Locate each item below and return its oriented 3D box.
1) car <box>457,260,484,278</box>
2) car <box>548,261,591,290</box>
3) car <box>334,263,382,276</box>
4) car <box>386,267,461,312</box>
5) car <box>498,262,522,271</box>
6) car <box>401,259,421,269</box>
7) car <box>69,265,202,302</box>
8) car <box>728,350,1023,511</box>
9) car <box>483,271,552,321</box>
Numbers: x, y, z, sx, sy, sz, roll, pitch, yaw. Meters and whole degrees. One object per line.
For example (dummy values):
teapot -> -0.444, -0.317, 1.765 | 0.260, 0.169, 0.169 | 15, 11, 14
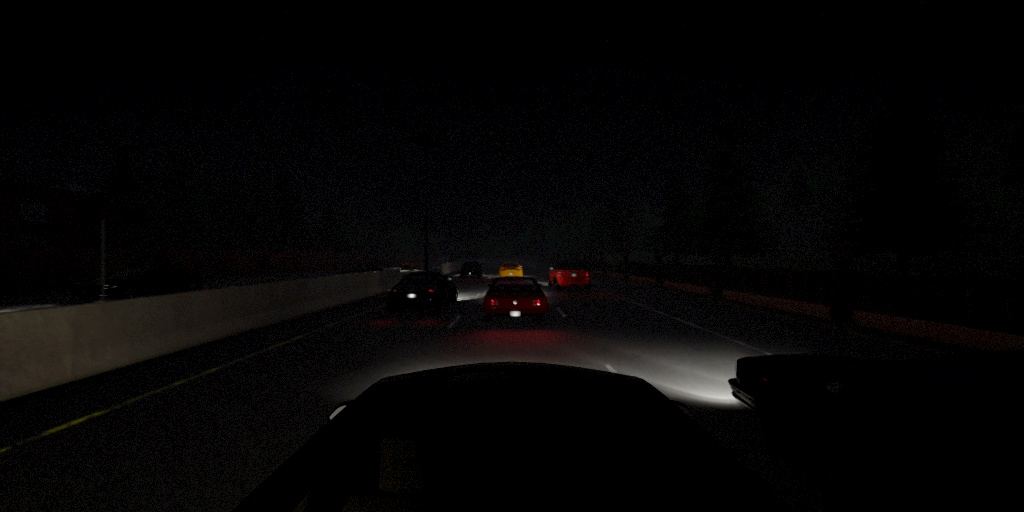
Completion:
car -> -3.765, 1.274, 33.887 | 1.837, 1.490, 4.892 | 0, 0, -2
car -> 3.523, 1.114, 22.682 | 2.097, 1.767, 4.553 | 0, 0, -1
car -> -10.713, 1.242, 25.275 | 1.882, 1.535, 5.008 | 0, 0, -1
car -> -3.403, 1.321, 14.163 | 1.994, 1.385, 4.181 | 0, 0, 0
car -> -0.159, 1.245, 30.280 | 1.882, 1.535, 5.008 | 0, 0, -2
car -> -14.913, 1.259, 53.354 | 1.882, 1.535, 5.008 | 0, 0, -1
car -> -17.617, 1.237, 17.159 | 1.882, 1.535, 5.008 | 0, 0, 0
car -> 3.600, 1.298, 1.963 | 2.033, 1.411, 5.357 | 0, 0, 0
car -> 0.093, 1.357, 12.424 | 1.895, 1.301, 4.718 | 0, 0, 0
